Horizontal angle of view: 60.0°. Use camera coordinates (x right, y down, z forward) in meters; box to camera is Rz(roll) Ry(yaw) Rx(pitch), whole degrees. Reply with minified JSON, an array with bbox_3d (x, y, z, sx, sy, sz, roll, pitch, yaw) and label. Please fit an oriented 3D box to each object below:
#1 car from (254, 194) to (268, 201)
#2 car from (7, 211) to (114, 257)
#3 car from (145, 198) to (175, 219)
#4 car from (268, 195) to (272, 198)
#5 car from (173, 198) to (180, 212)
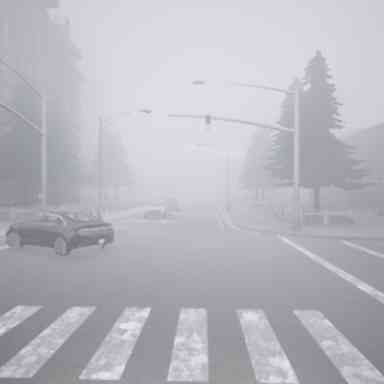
[{"bbox_3d":[16.766,1.456,81.504,1.845,1.501,3.633,0,0,3],"label":"car"},{"bbox_3d":[-5.214,1.496,12.938,4.902,1.511,2.128,0,-1,32],"label":"car"},{"bbox_3d":[-2.999,1.551,29.962,1.812,1.442,4.674,0,0,4],"label":"car"},{"bbox_3d":[20.134,1.476,88.758,1.970,1.475,3.806,0,0,3],"label":"car"},{"bbox_3d":[-2.560,1.531,40.144,1.837,1.490,4.892,0,0,3],"label":"car"}]
